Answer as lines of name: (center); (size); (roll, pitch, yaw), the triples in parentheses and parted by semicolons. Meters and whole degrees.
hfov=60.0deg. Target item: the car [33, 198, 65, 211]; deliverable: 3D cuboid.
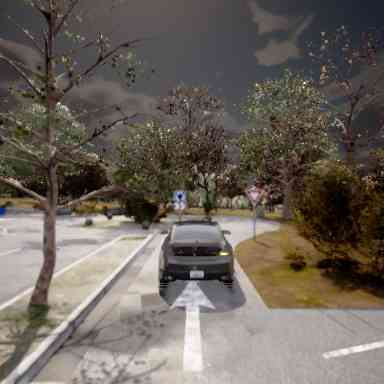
car: (-18.325, 1.633, 43.651); (4.553, 1.767, 2.097); (3, -2, 2)

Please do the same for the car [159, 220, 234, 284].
car: (0.111, 1.569, 9.744); (1.837, 1.490, 4.892); (0, 0, 0)
